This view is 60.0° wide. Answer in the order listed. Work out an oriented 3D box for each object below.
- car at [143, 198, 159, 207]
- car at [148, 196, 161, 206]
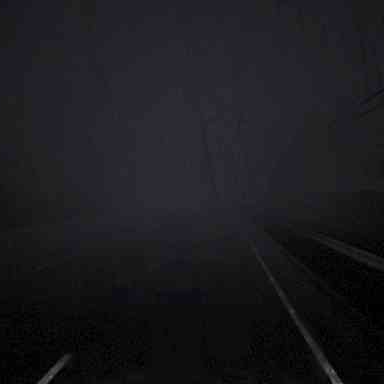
[{"bbox_3d":[-8.401,2.314,65.642,1.895,1.301,4.718,0,-1,3],"label":"car"},{"bbox_3d":[-8.127,1.912,70.771,2.150,2.045,5.566,0,-1,5],"label":"car"}]
